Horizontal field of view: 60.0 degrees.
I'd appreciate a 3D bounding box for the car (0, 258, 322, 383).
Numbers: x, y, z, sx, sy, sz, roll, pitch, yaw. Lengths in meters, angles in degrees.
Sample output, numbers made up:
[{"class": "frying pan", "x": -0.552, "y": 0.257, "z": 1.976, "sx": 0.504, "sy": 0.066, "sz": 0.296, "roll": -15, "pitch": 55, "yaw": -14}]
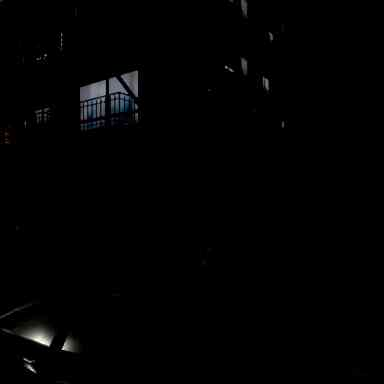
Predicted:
[{"class": "car", "x": -0.884, "y": 1.566, "z": 3.503, "sx": 4.313, "sy": 1.339, "sz": 1.947, "roll": 0, "pitch": 0, "yaw": 35}]
